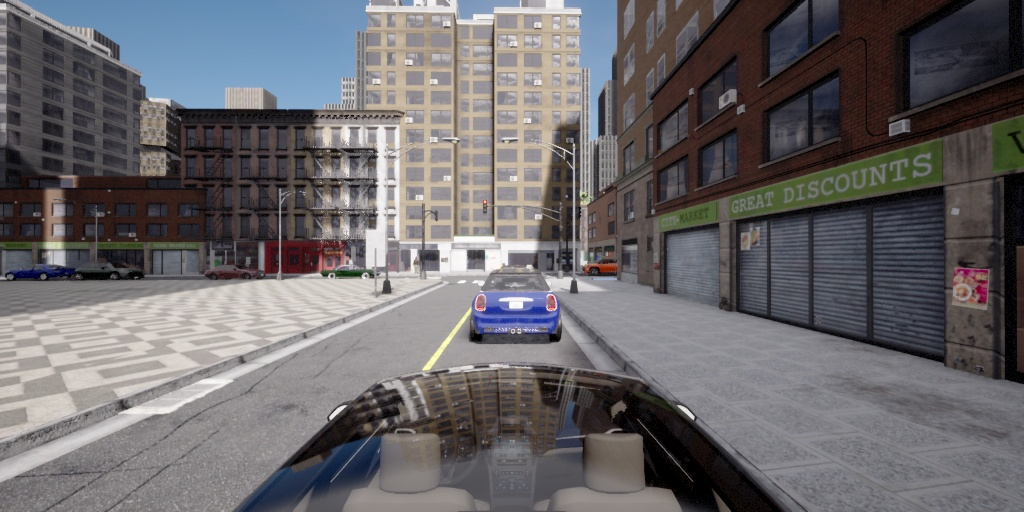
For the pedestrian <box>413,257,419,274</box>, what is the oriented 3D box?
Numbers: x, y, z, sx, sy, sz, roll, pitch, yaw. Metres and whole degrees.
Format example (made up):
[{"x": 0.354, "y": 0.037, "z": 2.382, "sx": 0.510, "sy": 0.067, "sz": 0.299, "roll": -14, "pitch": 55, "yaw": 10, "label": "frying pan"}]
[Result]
[{"x": -10.260, "y": 0.970, "z": 38.280, "sx": 0.375, "sy": 1.860, "sz": 0.375, "roll": 0, "pitch": 0, "yaw": -1, "label": "pedestrian"}]

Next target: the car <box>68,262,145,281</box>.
[{"x": -35.444, "y": 1.338, "z": 31.666, "sx": 4.553, "sy": 1.767, "sz": 2.097, "roll": 0, "pitch": 0, "yaw": 0, "label": "car"}]

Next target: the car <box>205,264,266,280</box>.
[{"x": -24.536, "y": 1.442, "z": 31.841, "sx": 4.674, "sy": 1.442, "sz": 1.812, "roll": 0, "pitch": 0, "yaw": -1, "label": "car"}]

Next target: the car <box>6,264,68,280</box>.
[{"x": -45.544, "y": 1.531, "z": 34.654, "sx": 5.008, "sy": 1.535, "sz": 1.882, "roll": 0, "pitch": 0, "yaw": -1, "label": "car"}]

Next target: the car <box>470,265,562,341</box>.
[{"x": 0.082, "y": 1.101, "z": 10.017, "sx": 2.097, "sy": 1.767, "sz": 4.553, "roll": 0, "pitch": 0, "yaw": 0, "label": "car"}]

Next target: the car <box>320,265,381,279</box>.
[{"x": -14.282, "y": 1.443, "z": 31.980, "sx": 4.718, "sy": 1.301, "sz": 1.895, "roll": 0, "pitch": 0, "yaw": -1, "label": "car"}]

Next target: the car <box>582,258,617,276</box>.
[{"x": 9.290, "y": 0.999, "z": 35.546, "sx": 4.553, "sy": 1.767, "sz": 2.097, "roll": -1, "pitch": 0, "yaw": -1, "label": "car"}]
